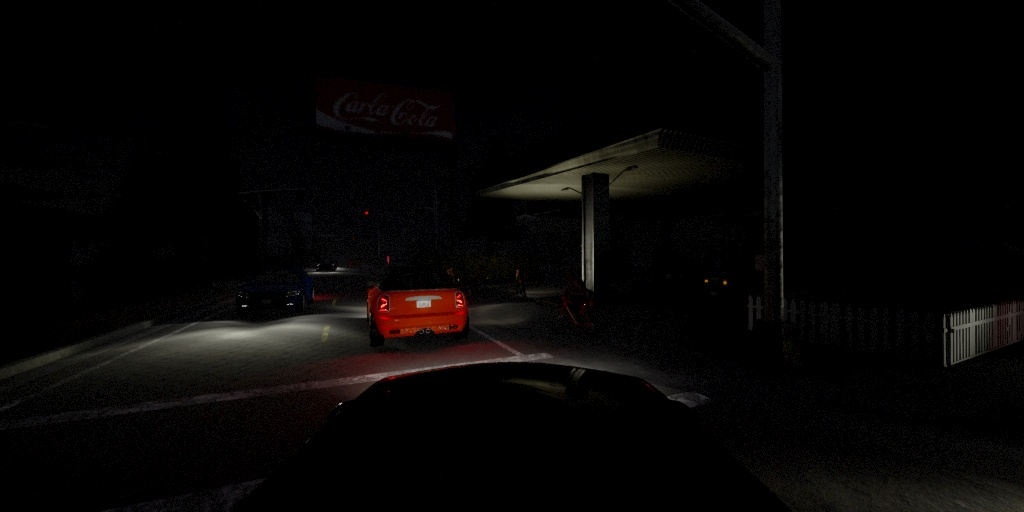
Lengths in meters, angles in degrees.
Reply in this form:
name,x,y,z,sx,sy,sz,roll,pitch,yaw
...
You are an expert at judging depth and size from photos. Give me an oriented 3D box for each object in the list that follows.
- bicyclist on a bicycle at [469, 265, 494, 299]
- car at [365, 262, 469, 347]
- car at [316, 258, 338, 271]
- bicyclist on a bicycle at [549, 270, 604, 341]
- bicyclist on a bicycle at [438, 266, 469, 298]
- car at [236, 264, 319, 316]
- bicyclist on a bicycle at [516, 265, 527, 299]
name,x,y,z,sx,sy,sz,roll,pitch,yaw
bicyclist on a bicycle,-1.642,1.296,17.860,1.656,1.620,0.582,1,0,-22
car,-2.672,1.022,9.438,2.097,1.767,4.553,0,0,-23
car,-24.188,1.106,46.702,2.097,1.767,4.553,0,0,-25
bicyclist on a bicycle,1.551,1.188,8.824,0.582,1.620,1.656,3,-2,-44
bicyclist on a bicycle,-2.924,1.267,16.453,1.656,1.620,0.582,1,0,36
car,-8.723,1.192,13.559,1.882,1.535,5.008,1,-1,-24
bicyclist on a bicycle,0.464,1.294,18.014,0.582,1.620,1.656,0,0,15
